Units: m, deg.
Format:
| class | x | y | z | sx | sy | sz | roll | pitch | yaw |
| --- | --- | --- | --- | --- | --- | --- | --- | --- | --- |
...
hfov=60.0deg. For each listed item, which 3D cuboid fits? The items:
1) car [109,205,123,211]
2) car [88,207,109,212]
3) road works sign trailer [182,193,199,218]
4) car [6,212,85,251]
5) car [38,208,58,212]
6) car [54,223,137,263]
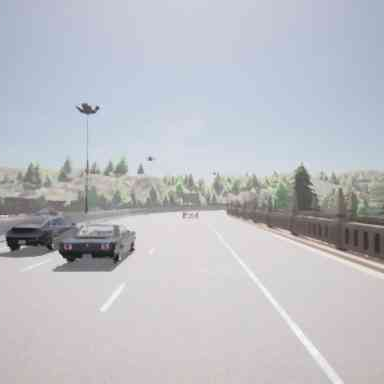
| class | x | y | z | sx | sy | sz | roll | pitch | yaw |
| --- | --- | --- | --- | --- | --- | --- | --- | --- | --- |
| car | -15.662 | 3.481 | 68.047 | 2.097 | 1.767 | 4.553 | 0 | -2 | 11 |
| car | -14.020 | 2.953 | 47.538 | 2.128 | 1.511 | 4.902 | 0 | -2 | 1 |
| road works sign trailer | -0.164 | 1.961 | 48.577 | 2.380 | 3.560 | 2.880 | 0 | -2 | 3 |
| car | -6.907 | 1.886 | 15.944 | 1.837 | 1.490 | 4.892 | 0 | -2 | 0 |
| car | -21.011 | 3.012 | 48.285 | 1.812 | 1.442 | 4.674 | 0 | -2 | 1 |
| car | -3.405 | 1.883 | 13.034 | 1.895 | 1.301 | 4.718 | 0 | -2 | 0 |
